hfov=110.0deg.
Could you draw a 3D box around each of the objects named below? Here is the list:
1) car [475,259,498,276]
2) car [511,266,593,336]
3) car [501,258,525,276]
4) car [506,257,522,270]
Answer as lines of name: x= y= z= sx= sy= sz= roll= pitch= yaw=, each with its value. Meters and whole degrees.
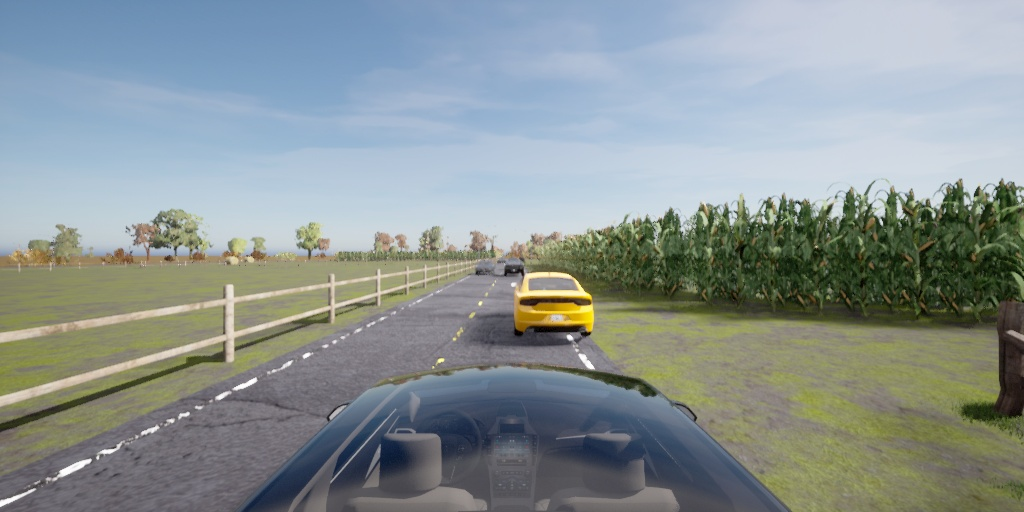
car: x=-2.685 y=1.193 z=36.753 sx=1.837 sy=1.490 sz=4.892 roll=0 pitch=0 yaw=0
car: x=1.000 y=1.212 z=10.363 sx=1.882 sy=1.535 sz=5.008 roll=0 pitch=0 yaw=0
car: x=0.218 y=1.167 z=35.705 sx=1.882 sy=1.535 sz=5.008 roll=0 pitch=0 yaw=1
car: x=0.281 y=1.018 z=49.733 sx=2.097 sy=1.767 sz=4.553 roll=0 pitch=0 yaw=1
